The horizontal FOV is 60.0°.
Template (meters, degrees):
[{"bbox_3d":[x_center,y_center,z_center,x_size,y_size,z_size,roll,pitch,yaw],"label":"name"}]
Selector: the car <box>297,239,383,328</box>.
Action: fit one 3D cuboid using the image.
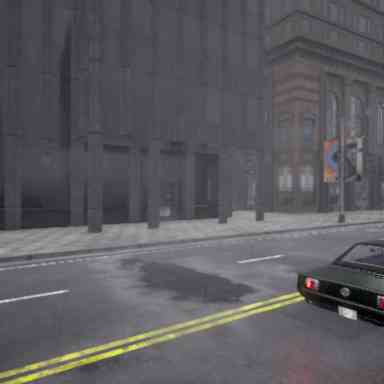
[{"bbox_3d":[4.263,1.588,6.397,4.718,1.301,1.895,0,0,-34],"label":"car"}]
